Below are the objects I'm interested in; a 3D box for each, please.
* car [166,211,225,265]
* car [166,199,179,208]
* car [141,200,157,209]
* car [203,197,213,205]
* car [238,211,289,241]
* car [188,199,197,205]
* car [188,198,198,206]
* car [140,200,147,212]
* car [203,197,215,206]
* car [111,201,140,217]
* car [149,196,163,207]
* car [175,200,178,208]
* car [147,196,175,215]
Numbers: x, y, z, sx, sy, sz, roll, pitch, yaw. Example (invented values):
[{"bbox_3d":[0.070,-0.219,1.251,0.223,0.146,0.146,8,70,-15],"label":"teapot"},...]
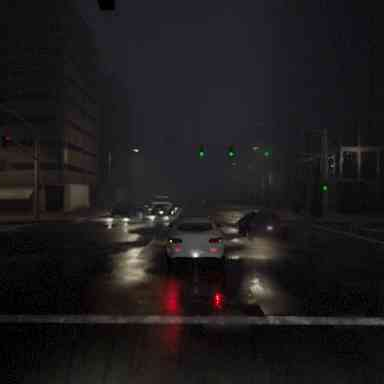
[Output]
[{"bbox_3d":[0.105,1.589,11.880,1.812,1.442,4.674,0,0,0],"label":"car"},{"bbox_3d":[-3.442,2.040,59.204,1.994,1.385,4.181,0,0,0],"label":"car"},{"bbox_3d":[-6.981,2.004,54.603,1.994,1.385,4.181,0,0,1],"label":"car"},{"bbox_3d":[3.574,1.925,75.736,2.097,1.767,4.553,0,0,0],"label":"car"},{"bbox_3d":[3.614,1.661,17.443,1.994,1.385,4.181,0,0,0],"label":"car"},{"bbox_3d":[0.075,2.212,76.629,1.895,1.301,4.718,0,0,0],"label":"car"},{"bbox_3d":[0.167,2.016,66.868,1.882,1.535,5.008,0,-1,0],"label":"car"},{"bbox_3d":[-7.042,1.907,44.648,2.033,1.411,5.357,0,0,0],"label":"car"},{"bbox_3d":[3.566,2.103,67.209,1.994,1.385,4.181,0,0,0],"label":"car"},{"bbox_3d":[-7.088,1.759,34.884,1.882,1.535,5.008,0,0,1],"label":"car"},{"bbox_3d":[-6.936,1.746,65.296,2.150,2.045,5.566,0,0,0],"label":"car"},{"bbox_3d":[-3.522,1.875,49.368,1.882,1.535,5.008,0,0,0],"label":"car"},{"bbox_3d":[-3.548,1.539,39.368,2.150,2.045,5.566,0,-1,0],"label":"car"}]
